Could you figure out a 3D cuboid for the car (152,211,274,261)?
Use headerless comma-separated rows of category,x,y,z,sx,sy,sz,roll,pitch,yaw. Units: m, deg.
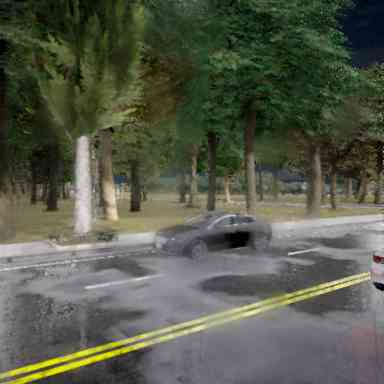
car,0.913,1.495,12.317,4.902,1.511,2.128,0,0,-35

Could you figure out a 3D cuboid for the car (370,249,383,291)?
car,5.896,1.528,7.643,4.674,1.442,1.812,0,0,-35
